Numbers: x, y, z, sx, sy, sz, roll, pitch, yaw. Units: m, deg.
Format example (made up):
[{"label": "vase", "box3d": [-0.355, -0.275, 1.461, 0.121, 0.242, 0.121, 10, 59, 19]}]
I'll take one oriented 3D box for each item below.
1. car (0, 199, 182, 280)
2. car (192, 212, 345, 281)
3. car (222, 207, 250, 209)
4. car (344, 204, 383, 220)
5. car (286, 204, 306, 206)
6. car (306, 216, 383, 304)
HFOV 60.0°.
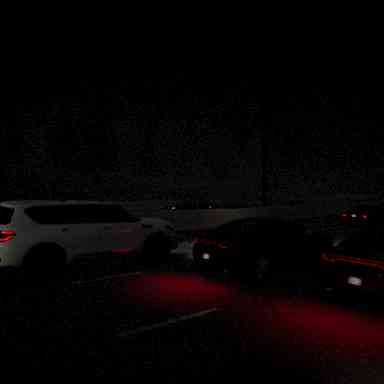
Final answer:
[{"label": "car", "box3d": [-3.112, 1.238, 10.243, 5.566, 2.045, 2.150, 0, 0, -37]}, {"label": "car", "box3d": [2.326, 1.486, 10.015, 5.008, 1.535, 1.882, 0, 0, -37]}, {"label": "car", "box3d": [3.932, 1.633, 34.485, 4.718, 1.301, 1.895, 0, 0, -43]}, {"label": "car", "box3d": [12.088, 1.554, 22.747, 5.357, 1.411, 2.033, 0, 0, -42]}, {"label": "car", "box3d": [11.124, 1.588, 36.592, 4.181, 1.385, 1.994, 0, 0, -45]}, {"label": "car", "box3d": [4.951, 1.479, 7.619, 5.008, 1.535, 1.882, 0, 0, -38]}]
